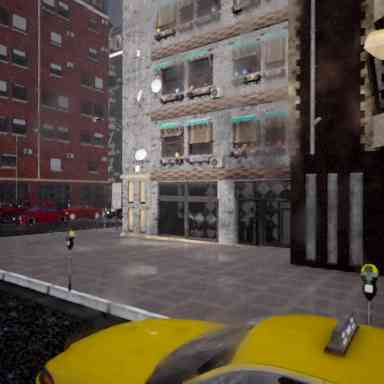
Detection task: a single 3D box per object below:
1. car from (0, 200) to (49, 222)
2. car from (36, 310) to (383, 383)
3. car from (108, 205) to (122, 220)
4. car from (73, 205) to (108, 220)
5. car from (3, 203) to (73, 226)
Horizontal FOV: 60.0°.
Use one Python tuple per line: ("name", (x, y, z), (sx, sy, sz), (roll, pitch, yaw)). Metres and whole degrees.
("car", (-14.111, 1.577, 27.628), (2.192, 1.841, 5.009), (-1, -2, 35))
("car", (0.771, 1.525, 2.326), (4.829, 1.417, 1.752), (0, 0, 36))
("car", (-6.407, 1.669, 33.972), (2.150, 2.045, 5.566), (0, -1, 35))
("car", (-10.814, 1.909, 32.266), (1.887, 1.381, 4.507), (-1, -2, 35))
("car", (-11.964, 1.838, 26.152), (1.994, 1.385, 4.181), (0, -1, 35))
